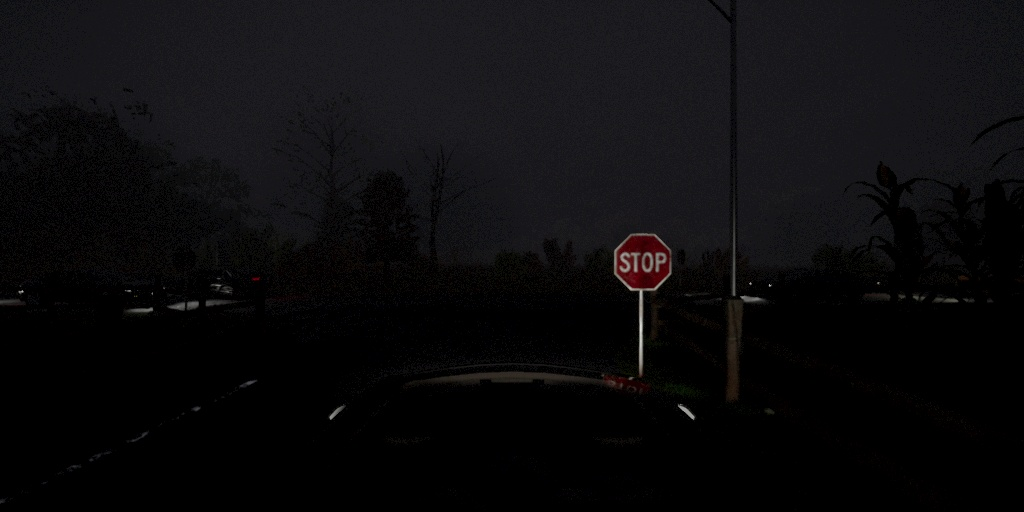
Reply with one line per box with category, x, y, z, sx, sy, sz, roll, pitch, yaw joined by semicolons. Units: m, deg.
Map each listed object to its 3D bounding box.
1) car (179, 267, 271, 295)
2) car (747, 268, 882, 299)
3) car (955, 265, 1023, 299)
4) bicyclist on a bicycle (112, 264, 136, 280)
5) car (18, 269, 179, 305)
car;-14.620;1.296;17.650;4.892;1.490;1.837;0;-1;2
car;14.542;1.279;17.353;5.357;1.411;2.033;0;0;1
car;24.483;1.184;17.234;5.008;1.535;1.882;0;0;1
bicyclist on a bicycle;-22.457;1.260;20.816;0.582;1.620;1.656;0;0;1
car;-17.136;1.295;14.779;4.892;1.490;1.837;0;0;1
